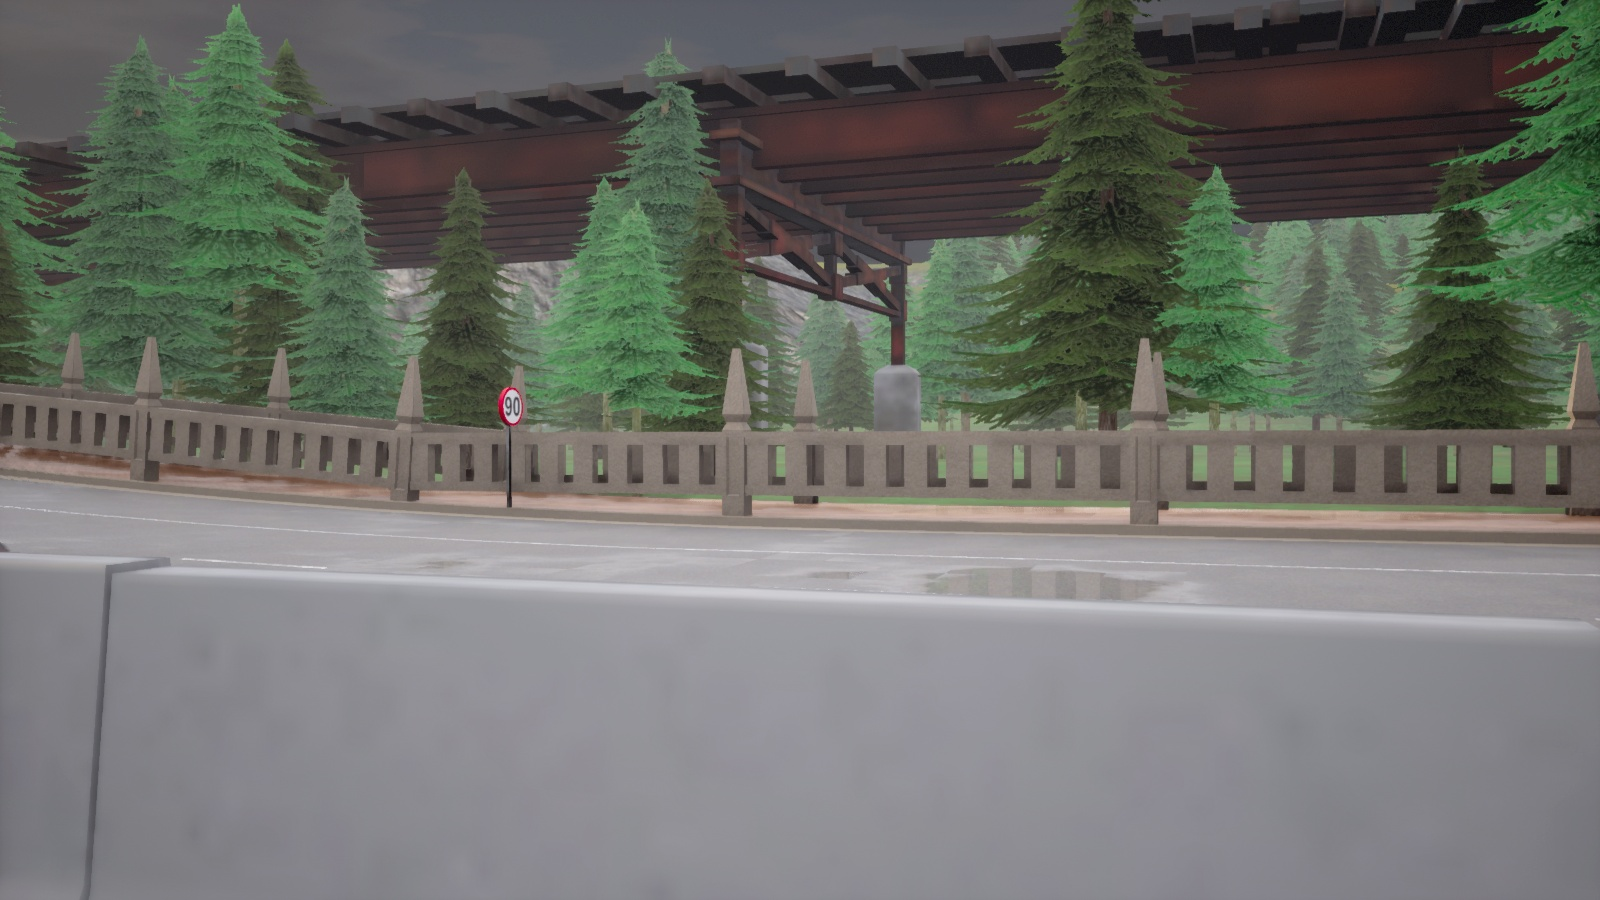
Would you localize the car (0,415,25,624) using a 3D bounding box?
[{"bbox_3d":[-8.315,0.487,9.677,3.988,1.617,1.851,2,1,19],"label":"car"}]
